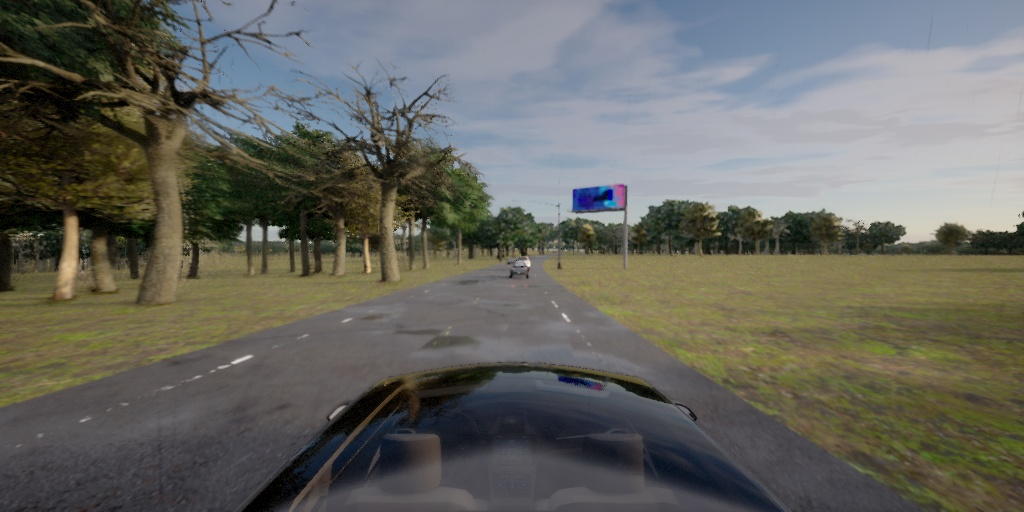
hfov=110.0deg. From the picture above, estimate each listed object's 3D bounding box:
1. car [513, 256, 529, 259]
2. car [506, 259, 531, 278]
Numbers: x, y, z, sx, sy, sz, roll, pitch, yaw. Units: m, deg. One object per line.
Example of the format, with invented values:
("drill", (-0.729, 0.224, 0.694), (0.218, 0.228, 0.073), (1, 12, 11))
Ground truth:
("car", (1.713, 1.068, 55.222), (2.150, 2.045, 5.566), (0, 0, 4))
("car", (0.760, 1.365, 35.949), (2.128, 1.511, 4.902), (0, 0, 2))
